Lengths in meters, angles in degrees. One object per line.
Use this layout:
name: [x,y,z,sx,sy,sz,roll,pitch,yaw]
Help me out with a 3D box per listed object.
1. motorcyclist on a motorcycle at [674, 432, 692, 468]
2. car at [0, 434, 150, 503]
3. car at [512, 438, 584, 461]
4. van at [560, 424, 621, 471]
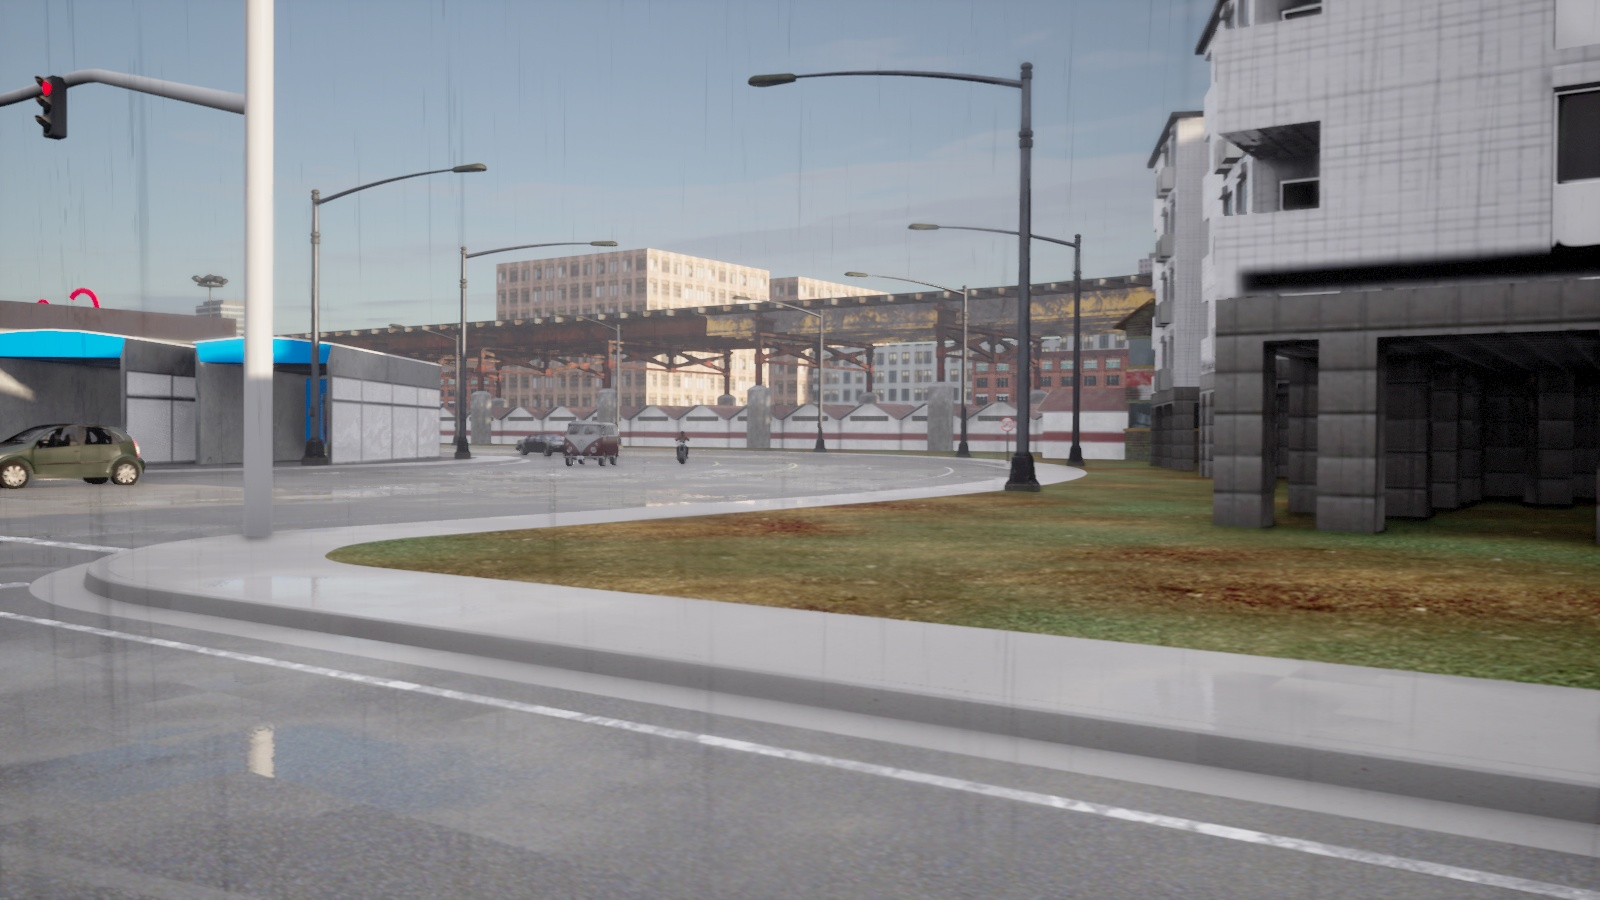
motorcyclist on a motorcycle: [-5.625,-0.022,60.434,0.766,1.649,2.350,-1,1,-4]
car: [-18.975,0.428,31.845,1.851,1.617,3.988,0,1,34]
car: [-15.791,-0.046,78.549,2.033,1.411,5.357,-1,1,-41]
van: [-9.218,-0.120,55.582,1.775,1.987,4.442,-1,1,3]
